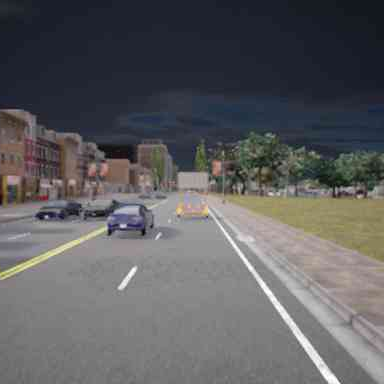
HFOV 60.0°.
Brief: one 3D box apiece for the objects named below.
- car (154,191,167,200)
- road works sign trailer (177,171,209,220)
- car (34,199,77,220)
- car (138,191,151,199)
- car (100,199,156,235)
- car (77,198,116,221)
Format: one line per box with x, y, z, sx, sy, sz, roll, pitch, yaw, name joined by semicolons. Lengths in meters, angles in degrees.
-6.291;0.576;66.784;2.097;1.767;4.553;0;1;0;car
0.082;0.179;25.221;2.380;3.560;2.880;0;1;0;road works sign trailer
-9.768;1.262;25.008;2.033;1.411;5.357;0;1;0;car
-9.541;0.575;66.795;2.097;1.767;4.553;0;1;0;car
-3.093;1.330;17.279;1.812;1.442;4.674;0;1;0;car
-6.517;1.197;24.663;1.882;1.535;5.008;0;1;0;car
